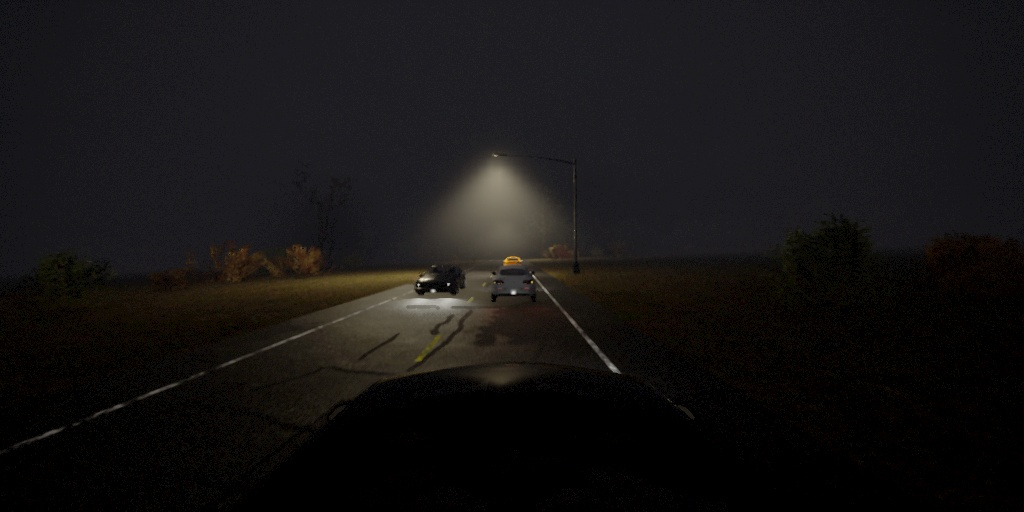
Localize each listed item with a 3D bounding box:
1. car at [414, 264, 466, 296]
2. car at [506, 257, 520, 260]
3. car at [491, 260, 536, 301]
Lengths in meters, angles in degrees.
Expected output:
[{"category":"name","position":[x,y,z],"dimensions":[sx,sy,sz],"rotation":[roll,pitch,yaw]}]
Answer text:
[{"category":"car","position":[-3.505,1.145,18.567],"dimensions":[2.033,1.411,5.357],"rotation":[-1,1,0]},{"category":"car","position":[0.102,0.834,37.329],"dimensions":[1.882,1.535,5.008],"rotation":[-1,1,0]},{"category":"car","position":[0.071,1.117,16.012],"dimensions":[1.812,1.442,4.674],"rotation":[-1,1,0]}]
